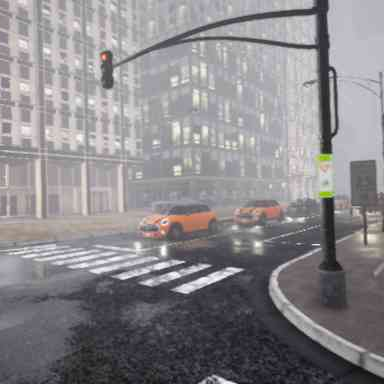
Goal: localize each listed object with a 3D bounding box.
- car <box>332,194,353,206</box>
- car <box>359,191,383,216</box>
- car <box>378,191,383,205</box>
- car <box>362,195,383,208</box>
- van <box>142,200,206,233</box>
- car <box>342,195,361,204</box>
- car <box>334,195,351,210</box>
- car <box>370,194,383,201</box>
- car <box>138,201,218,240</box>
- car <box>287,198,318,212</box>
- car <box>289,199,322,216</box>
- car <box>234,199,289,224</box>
[{"bbox_3d":[23.250,1.228,51.278,1.967,1.590,4.097,-2,-1,39],"label":"car"},{"bbox_3d":[15.909,1.024,28.712,2.192,1.841,5.009,-2,-1,39],"label":"car"},{"bbox_3d":[29.585,0.805,49.918,2.150,2.045,5.566,-2,-1,37],"label":"car"},{"bbox_3d":[23.125,1.159,41.857,2.128,1.511,4.902,-2,-1,39],"label":"car"},{"bbox_3d":[-1.035,1.450,20.947,1.690,1.788,3.998,-2,-1,39],"label":"van"},{"bbox_3d":[26.616,1.270,55.478,1.752,1.417,4.829,-2,-1,39],"label":"car"},{"bbox_3d":[16.871,1.168,39.113,2.097,1.767,4.553,-2,-1,39],"label":"car"},{"bbox_3d":[40.599,1.119,72.942,2.008,1.369,4.403,-2,-1,39],"label":"car"},{"bbox_3d":[-0.655,1.404,17.324,2.097,1.767,4.553,-2,-1,40],"label":"car"},{"bbox_3d":[12.740,1.451,38.145,1.752,1.417,4.829,-2,-1,39],"label":"car"},{"bbox_3d":[10.534,1.392,31.236,2.128,1.511,4.902,-2,-1,39],"label":"car"},{"bbox_3d":[4.899,1.328,24.212,2.097,1.767,4.553,-2,-1,39],"label":"car"}]
